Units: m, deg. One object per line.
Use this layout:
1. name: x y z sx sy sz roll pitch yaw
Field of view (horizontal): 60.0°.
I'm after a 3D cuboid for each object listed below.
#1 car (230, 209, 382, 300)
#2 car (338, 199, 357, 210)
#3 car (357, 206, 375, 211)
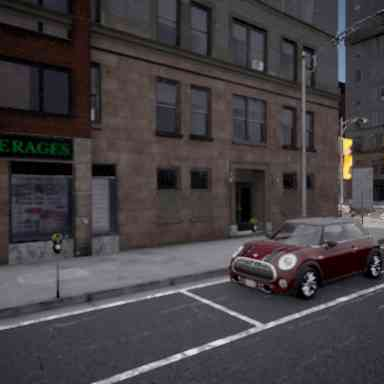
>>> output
1. car: 2.859 1.399 8.216 4.097 1.590 1.967 0 0 -35
2. car: 11.949 1.324 30.204 1.812 1.442 4.674 0 0 -36
3. car: 14.997 1.344 31.537 1.994 1.385 4.181 0 0 -36
